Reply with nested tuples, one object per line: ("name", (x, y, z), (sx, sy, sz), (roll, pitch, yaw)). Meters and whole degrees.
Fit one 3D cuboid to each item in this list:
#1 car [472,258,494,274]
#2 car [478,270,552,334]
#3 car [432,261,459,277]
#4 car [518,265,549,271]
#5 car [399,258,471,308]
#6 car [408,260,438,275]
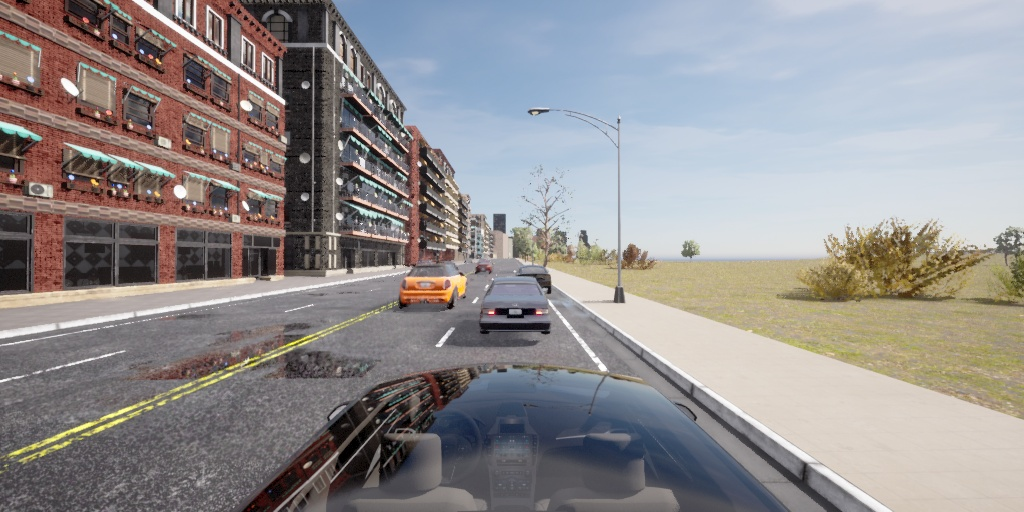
("car", (-3.187, 1.277, 41.844), (1.812, 1.442, 4.674), (0, 0, 0))
("car", (0.094, 1.299, 10.564), (2.033, 1.411, 5.357), (0, 0, 0))
("car", (-6.634, 1.257, 36.234), (1.837, 1.490, 4.892), (0, 0, 0))
("car", (1.119, 1.230, 20.327), (1.882, 1.535, 5.008), (0, 0, 0))
("car", (-3.163, 1.103, 15.215), (2.097, 1.767, 4.553), (0, 0, 0))
("car", (-9.887, 1.243, 40.109), (2.128, 1.511, 4.902), (0, 0, 0))
